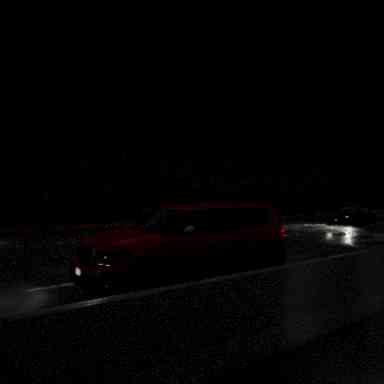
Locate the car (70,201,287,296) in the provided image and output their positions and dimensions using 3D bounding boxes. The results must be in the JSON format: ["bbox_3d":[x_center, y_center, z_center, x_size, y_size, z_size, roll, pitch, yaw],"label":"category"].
[{"bbox_3d":[-0.028,1.268,8.274,5.566,2.045,2.150,1,0,-36],"label":"car"}]

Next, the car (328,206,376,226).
[{"bbox_3d":[12.470,1.786,25.788,4.674,1.442,1.812,1,0,-35],"label":"car"}]
